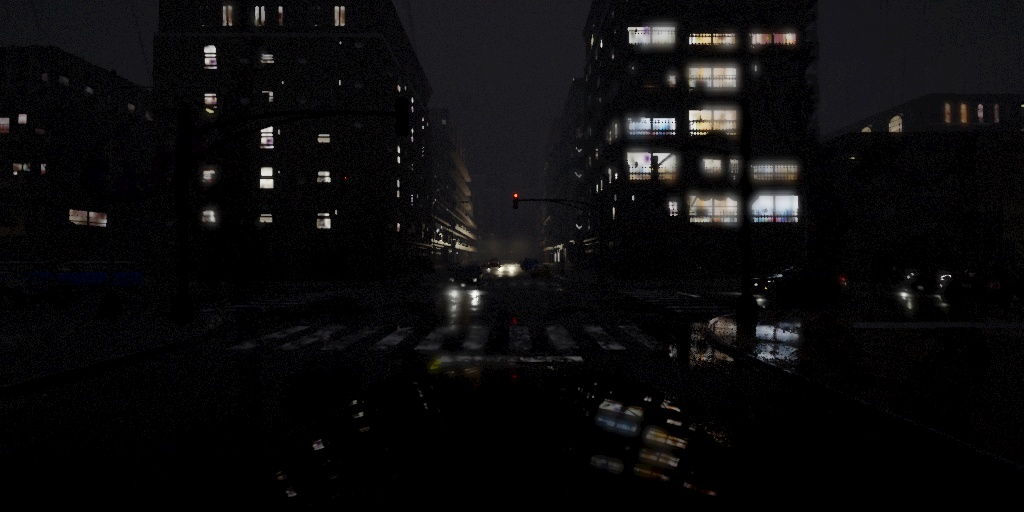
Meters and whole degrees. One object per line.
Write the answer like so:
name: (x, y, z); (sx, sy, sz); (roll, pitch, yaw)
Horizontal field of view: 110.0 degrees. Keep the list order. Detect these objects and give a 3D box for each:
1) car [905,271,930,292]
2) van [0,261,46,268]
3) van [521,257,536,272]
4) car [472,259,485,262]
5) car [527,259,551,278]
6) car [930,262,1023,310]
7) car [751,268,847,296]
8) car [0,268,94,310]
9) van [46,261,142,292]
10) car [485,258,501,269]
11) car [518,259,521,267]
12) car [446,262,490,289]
car: (23.387, 1.074, 18.520); (4.553, 1.767, 2.097); (0, -1, 1)
van: (-30.447, 1.201, 21.691); (3.998, 1.789, 1.690); (0, 0, 1)
van: (2.495, 1.119, 47.418); (1.690, 1.789, 3.998); (0, 0, 0)
car: (-5.431, 1.367, 52.995); (1.802, 1.307, 4.207); (0, 0, 0)
car: (2.623, 1.290, 33.585); (1.751, 1.417, 4.829); (0, 0, 0)
car: (18.663, 1.103, 13.157); (4.097, 1.591, 1.967); (0, 0, 1)
car: (14.688, 1.304, 18.634); (4.181, 1.385, 1.994); (0, -1, 1)
car: (-19.364, 1.290, 13.663); (4.403, 1.370, 2.007); (0, 0, 1)
van: (-24.853, 1.191, 21.617); (3.998, 1.789, 1.690); (0, 0, 1)
car: (-2.879, 1.088, 58.249); (2.097, 1.767, 4.553); (0, 0, 0)
car: (2.450, 1.100, 53.071); (2.192, 1.841, 5.009); (0, 0, 0)
car: (-2.800, 1.306, 23.337); (2.033, 1.411, 5.357); (0, 0, 0)
